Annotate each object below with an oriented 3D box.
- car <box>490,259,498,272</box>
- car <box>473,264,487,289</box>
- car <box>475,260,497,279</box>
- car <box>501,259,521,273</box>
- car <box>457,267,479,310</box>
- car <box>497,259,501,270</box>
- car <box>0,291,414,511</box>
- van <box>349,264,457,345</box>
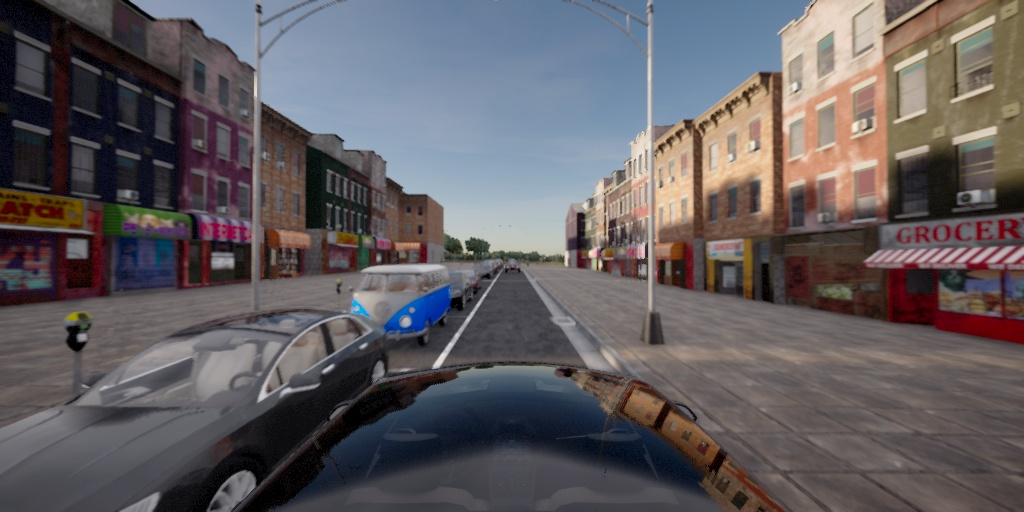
[{"bbox_3d":[-2.647,1.285,36.904,1.802,1.307,4.207,0,0,0],"label":"car"},{"bbox_3d":[-2.642,1.319,20.288,1.802,1.307,4.207,0,0,0],"label":"car"},{"bbox_3d":[-2.645,1.274,31.364,1.948,1.339,4.313,0,0,0],"label":"car"},{"bbox_3d":[0.086,1.251,43.663,2.033,1.411,5.357,0,0,0],"label":"car"},{"bbox_3d":[-2.640,1.320,14.746,1.948,1.339,4.313,0,0,0],"label":"car"},{"bbox_3d":[-2.648,1.142,42.442,1.967,1.591,4.097,0,0,0],"label":"car"},{"bbox_3d":[-2.637,1.305,3.652,2.007,1.370,4.403,0,0,0],"label":"car"},{"bbox_3d":[-2.639,1.101,9.199,1.690,1.789,3.998,0,0,0],"label":"van"}]
